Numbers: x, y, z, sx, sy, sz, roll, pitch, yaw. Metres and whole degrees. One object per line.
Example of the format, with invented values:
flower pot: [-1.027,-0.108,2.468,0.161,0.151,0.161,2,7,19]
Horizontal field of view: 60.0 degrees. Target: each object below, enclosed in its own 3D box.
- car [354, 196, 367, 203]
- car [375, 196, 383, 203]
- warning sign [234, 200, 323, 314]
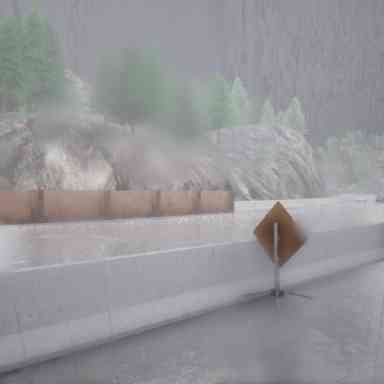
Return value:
car: [33.772,1.501,66.651,1.812,1.442,4.674,0,0,31]
car: [36.814,1.472,64.921,1.837,1.490,4.892,0,0,31]
warning sign: [1.644,1.115,6.422,1.060,1.860,1.300,0,0,-37]
